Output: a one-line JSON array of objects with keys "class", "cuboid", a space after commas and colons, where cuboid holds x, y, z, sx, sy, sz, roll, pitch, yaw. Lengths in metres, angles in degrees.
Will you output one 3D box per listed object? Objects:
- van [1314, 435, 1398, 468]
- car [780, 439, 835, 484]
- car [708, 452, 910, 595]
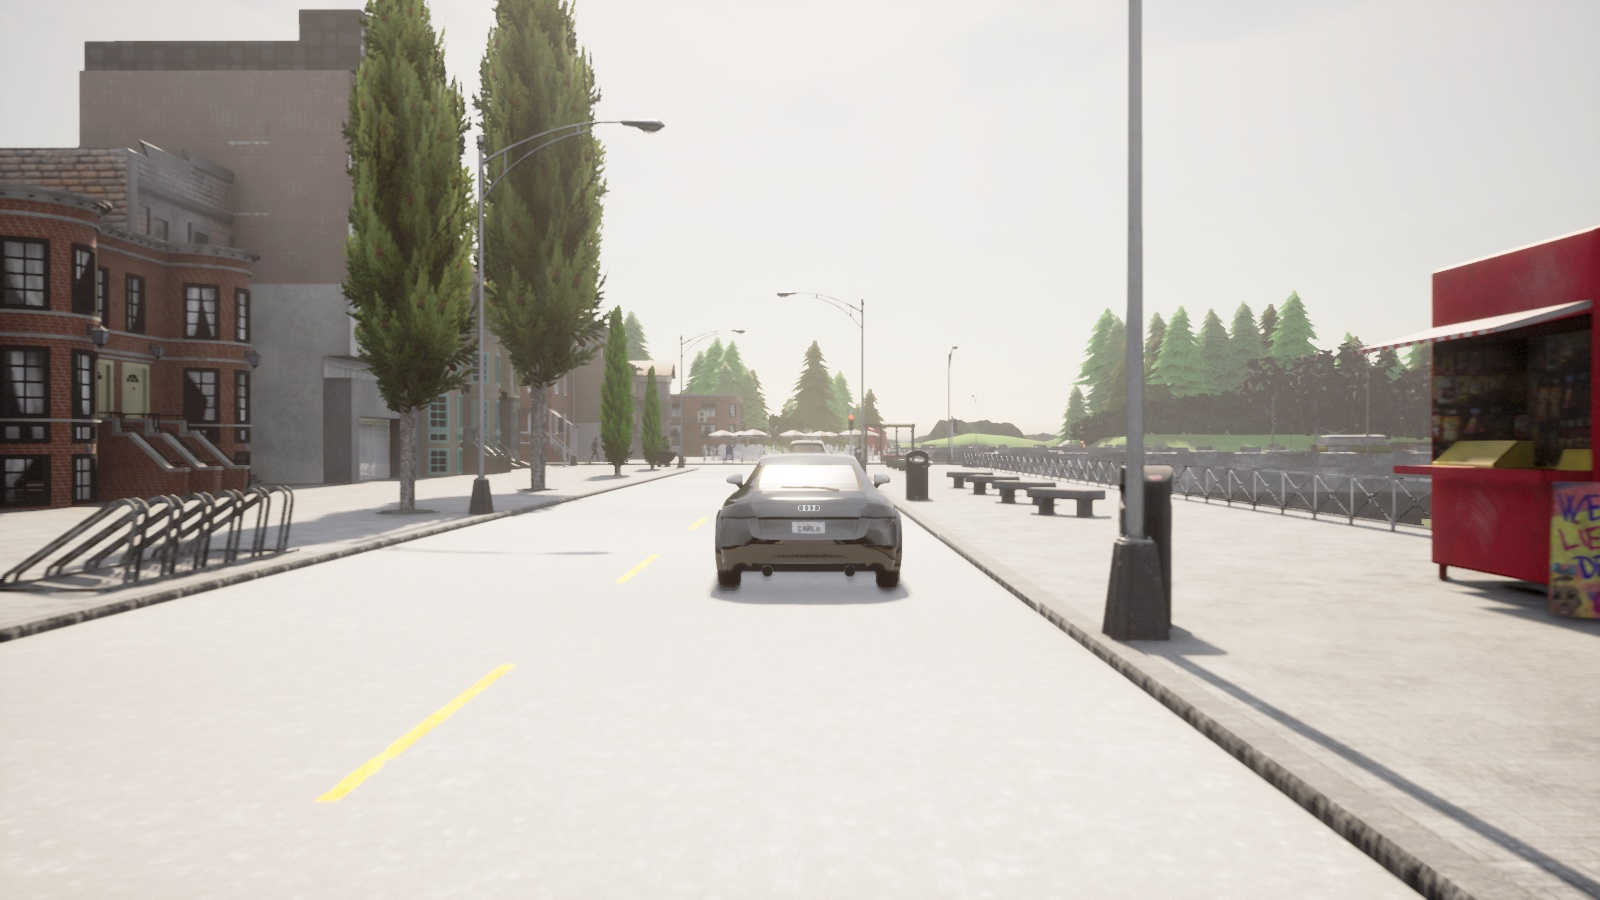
[{"class": "van", "cuboid": [34.727, 0.085, 78.525, 4.442, 1.987, 1.775, 0, 0, 0]}, {"class": "car", "cuboid": [0.285, 0.401, 48.919, 2.033, 1.649, 4.856, 0, 0, 0]}, {"class": "car", "cuboid": [0.095, 0.729, 14.488, 1.994, 1.385, 4.181, 0, 0, 0]}]
